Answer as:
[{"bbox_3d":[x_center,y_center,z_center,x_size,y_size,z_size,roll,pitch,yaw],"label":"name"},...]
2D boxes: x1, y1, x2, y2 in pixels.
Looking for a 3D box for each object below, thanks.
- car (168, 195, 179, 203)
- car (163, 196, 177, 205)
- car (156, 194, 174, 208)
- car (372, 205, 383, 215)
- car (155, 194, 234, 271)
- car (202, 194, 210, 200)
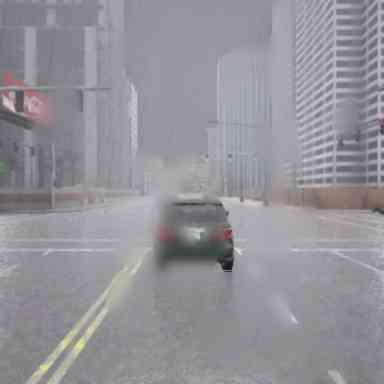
[{"bbox_3d":[-3.566,1.298,65.794,1.837,1.490,4.892,0,0,0],"label":"car"},{"bbox_3d":[-3.621,1.373,55.490,2.033,1.411,5.357,0,0,0],"label":"car"},{"bbox_3d":[-3.638,1.208,45.866,2.097,1.767,4.553,0,0,0],"label":"car"},{"bbox_3d":[19.741,1.450,30.798,5.357,1.411,2.033,0,0,0],"label":"car"},{"bbox_3d":[0.077,1.190,10.954,2.150,2.045,5.566,0,1,0],"label":"car"},{"bbox_3d":[3.415,1.236,84.166,1.837,1.490,4.892,0,0,0],"label":"car"}]
